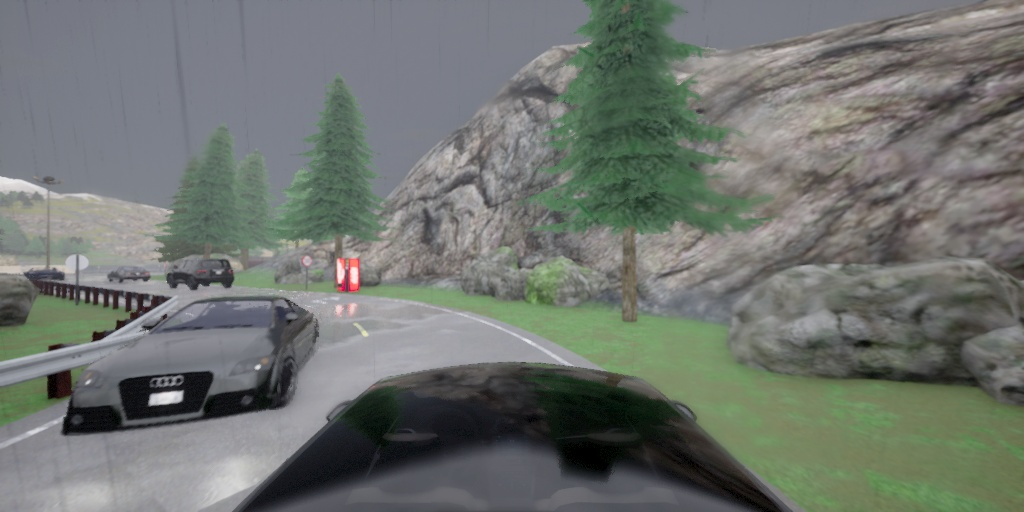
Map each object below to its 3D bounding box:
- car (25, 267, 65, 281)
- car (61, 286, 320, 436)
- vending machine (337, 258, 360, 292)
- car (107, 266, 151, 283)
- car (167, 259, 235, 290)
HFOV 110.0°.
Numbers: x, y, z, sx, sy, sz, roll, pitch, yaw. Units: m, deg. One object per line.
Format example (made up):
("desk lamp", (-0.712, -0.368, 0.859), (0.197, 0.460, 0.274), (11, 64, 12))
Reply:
("car", (-43.472, 1.704, 33.388), (4.718, 1.301, 1.895), (0, -1, 31))
("car", (-4.399, 1.356, 5.714), (1.994, 1.385, 4.181), (0, -1, -20))
("vending machine", (-10.140, 1.131, 22.234), (0.880, 2.100, 1.100), (0, 0, 29))
("car", (-34.387, 1.620, 32.178), (5.357, 1.411, 2.033), (0, -1, 31))
("car", (-21.380, 1.203, 24.639), (5.566, 2.045, 2.150), (0, -1, 30))
